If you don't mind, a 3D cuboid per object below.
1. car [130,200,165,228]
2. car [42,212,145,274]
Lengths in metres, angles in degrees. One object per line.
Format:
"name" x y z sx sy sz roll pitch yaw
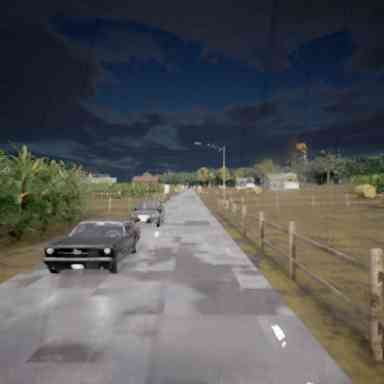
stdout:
"car" -2.777 1.312 21.367 2.128 1.511 4.902 0 0 0
"car" -2.857 1.551 10.517 1.895 1.301 4.718 0 0 0
